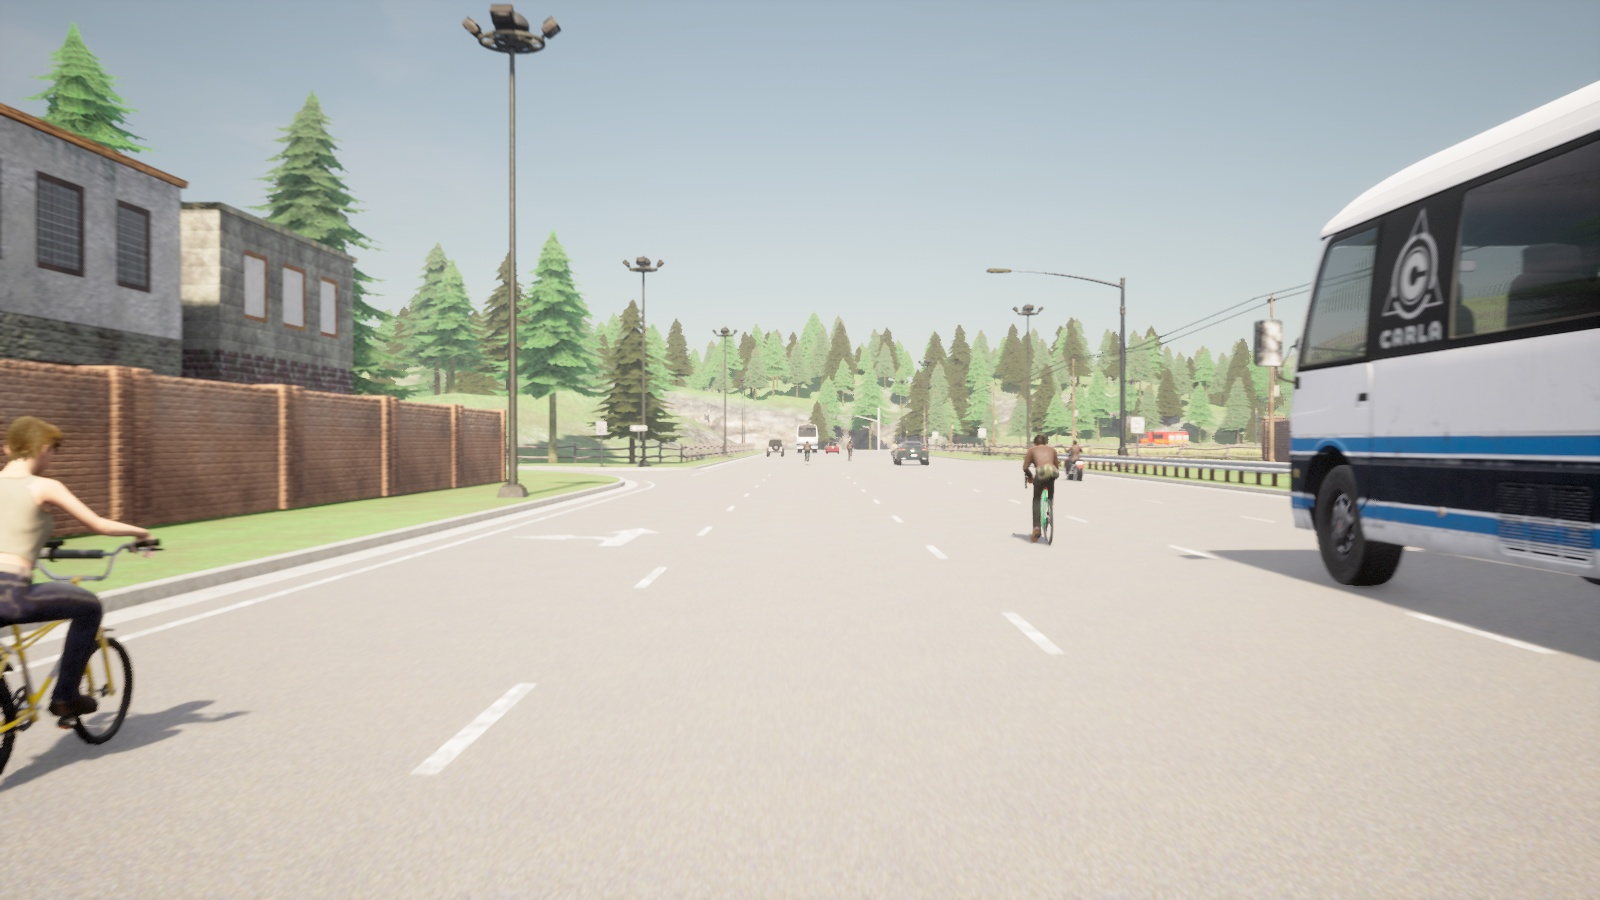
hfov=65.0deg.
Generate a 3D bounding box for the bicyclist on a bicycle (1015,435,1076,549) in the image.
[{"bbox_3d":[3.621,0.598,18.633,0.582,1.620,1.656,0,0,0],"label":"bicyclist on a bicycle"}]

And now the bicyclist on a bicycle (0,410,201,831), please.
[{"bbox_3d":[-3.448,0.649,5.559,0.866,1.612,1.509,0,0,0],"label":"bicyclist on a bicycle"}]

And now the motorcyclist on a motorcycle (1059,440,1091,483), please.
[{"bbox_3d":[10.796,0.431,49.330,0.766,1.649,2.350,0,0,0],"label":"motorcyclist on a motorcycle"}]

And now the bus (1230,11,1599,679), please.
[{"bbox_3d":[7.072,-0.679,9.805,3.944,4.253,10.273,0,0,0],"label":"bus"}]

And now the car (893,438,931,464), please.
[{"bbox_3d":[7.496,0.059,84.611,2.152,1.651,5.027,0,0,0],"label":"car"}]
